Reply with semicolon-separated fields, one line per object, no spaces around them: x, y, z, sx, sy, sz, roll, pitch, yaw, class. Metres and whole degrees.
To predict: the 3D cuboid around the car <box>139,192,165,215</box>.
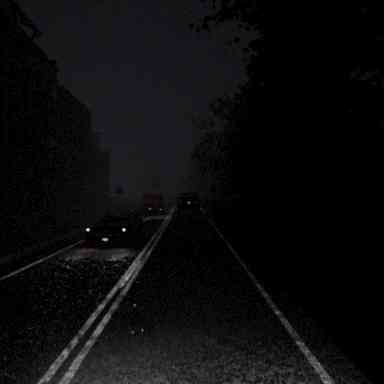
-3.776;1.045;32.184;2.150;2.045;5.566;0;2;-1;car

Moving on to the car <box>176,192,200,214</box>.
-0.364;1.046;32.947;2.150;2.045;5.566;0;1;-1;car

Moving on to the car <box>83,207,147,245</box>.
-3.468;1.574;15.440;1.895;1.301;4.718;0;0;-1;car
